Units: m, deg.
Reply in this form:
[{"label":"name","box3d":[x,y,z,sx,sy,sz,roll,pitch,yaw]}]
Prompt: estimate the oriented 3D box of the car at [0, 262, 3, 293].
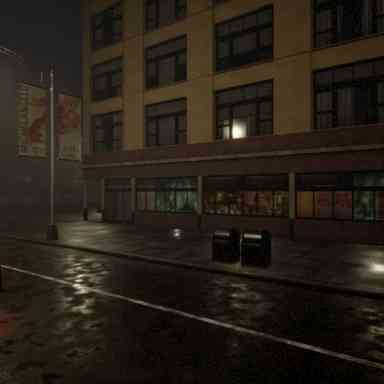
[{"label":"car","box3d":[-5.825,1.564,7.717,1.994,1.385,4.181,0,0,-40]}]
